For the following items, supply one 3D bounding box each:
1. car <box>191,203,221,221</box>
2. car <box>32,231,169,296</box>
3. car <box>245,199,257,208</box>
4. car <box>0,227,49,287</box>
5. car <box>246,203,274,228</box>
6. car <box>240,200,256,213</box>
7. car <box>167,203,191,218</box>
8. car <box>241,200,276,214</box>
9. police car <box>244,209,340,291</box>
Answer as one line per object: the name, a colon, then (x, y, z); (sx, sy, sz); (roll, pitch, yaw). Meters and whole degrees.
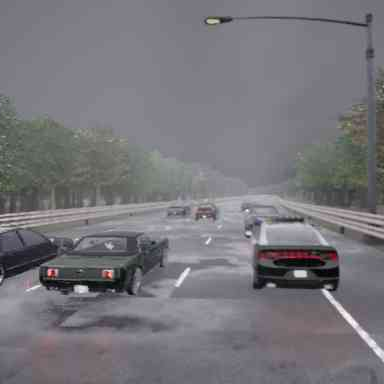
car: (1.494, 1.830, 30.720); (1.837, 1.490, 4.892); (-1, 0, 10)
car: (-1.955, 1.725, 9.039); (1.895, 1.301, 4.718); (-1, -1, 8)
car: (10.460, 2.065, 58.654); (1.812, 1.442, 4.674); (-1, -1, 13)
car: (-5.433, 1.717, 9.514); (2.033, 1.411, 5.357); (-1, -1, 8)
car: (5.019, 1.676, 25.047); (1.801, 1.575, 5.366); (-1, -1, 10)
car: (7.625, 1.921, 45.067); (1.837, 1.490, 4.892); (-1, -1, 12)
car: (-1.256, 1.898, 35.183); (2.128, 1.511, 4.902); (-1, -1, 10)
car: (4.030, 1.516, 19.003); (2.097, 1.767, 4.553); (-1, -1, 9)
police car: (2.588, 1.500, 9.402); (1.930, 1.638, 5.238); (-1, -1, 8)
